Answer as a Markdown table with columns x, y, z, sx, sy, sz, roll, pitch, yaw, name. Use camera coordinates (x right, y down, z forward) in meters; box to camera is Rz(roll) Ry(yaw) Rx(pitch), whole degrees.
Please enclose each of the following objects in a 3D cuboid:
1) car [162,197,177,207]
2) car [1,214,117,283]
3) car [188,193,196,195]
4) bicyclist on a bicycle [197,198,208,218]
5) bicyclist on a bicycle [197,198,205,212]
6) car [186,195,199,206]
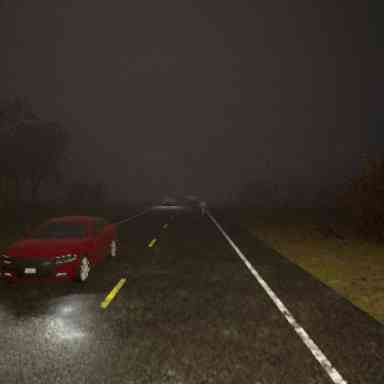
| x | y | z | sx | sy | sz | roll | pitch | yaw | name |
| --- | --- | --- | --- | --- | --- | --- | --- | --- | --- |
| -3.568 | 1.508 | 52.376 | 1.812 | 1.442 | 4.674 | 0 | 0 | 0 | car |
| -3.600 | 1.482 | 9.901 | 1.882 | 1.535 | 5.008 | 0 | 0 | 0 | car |
| -0.003 | 1.170 | 73.724 | 2.150 | 2.045 | 5.566 | 0 | 0 | 0 | car |
| 0.944 | 1.438 | 28.555 | 0.866 | 1.612 | 1.509 | 0 | 0 | 0 | bicyclist on a bicycle |
| 0.979 | 1.434 | 37.095 | 0.866 | 1.612 | 1.509 | 0 | 0 | 0 | bicyclist on a bicycle |
| 0.095 | 1.584 | 52.223 | 1.895 | 1.301 | 4.718 | 0 | 0 | 0 | car |
